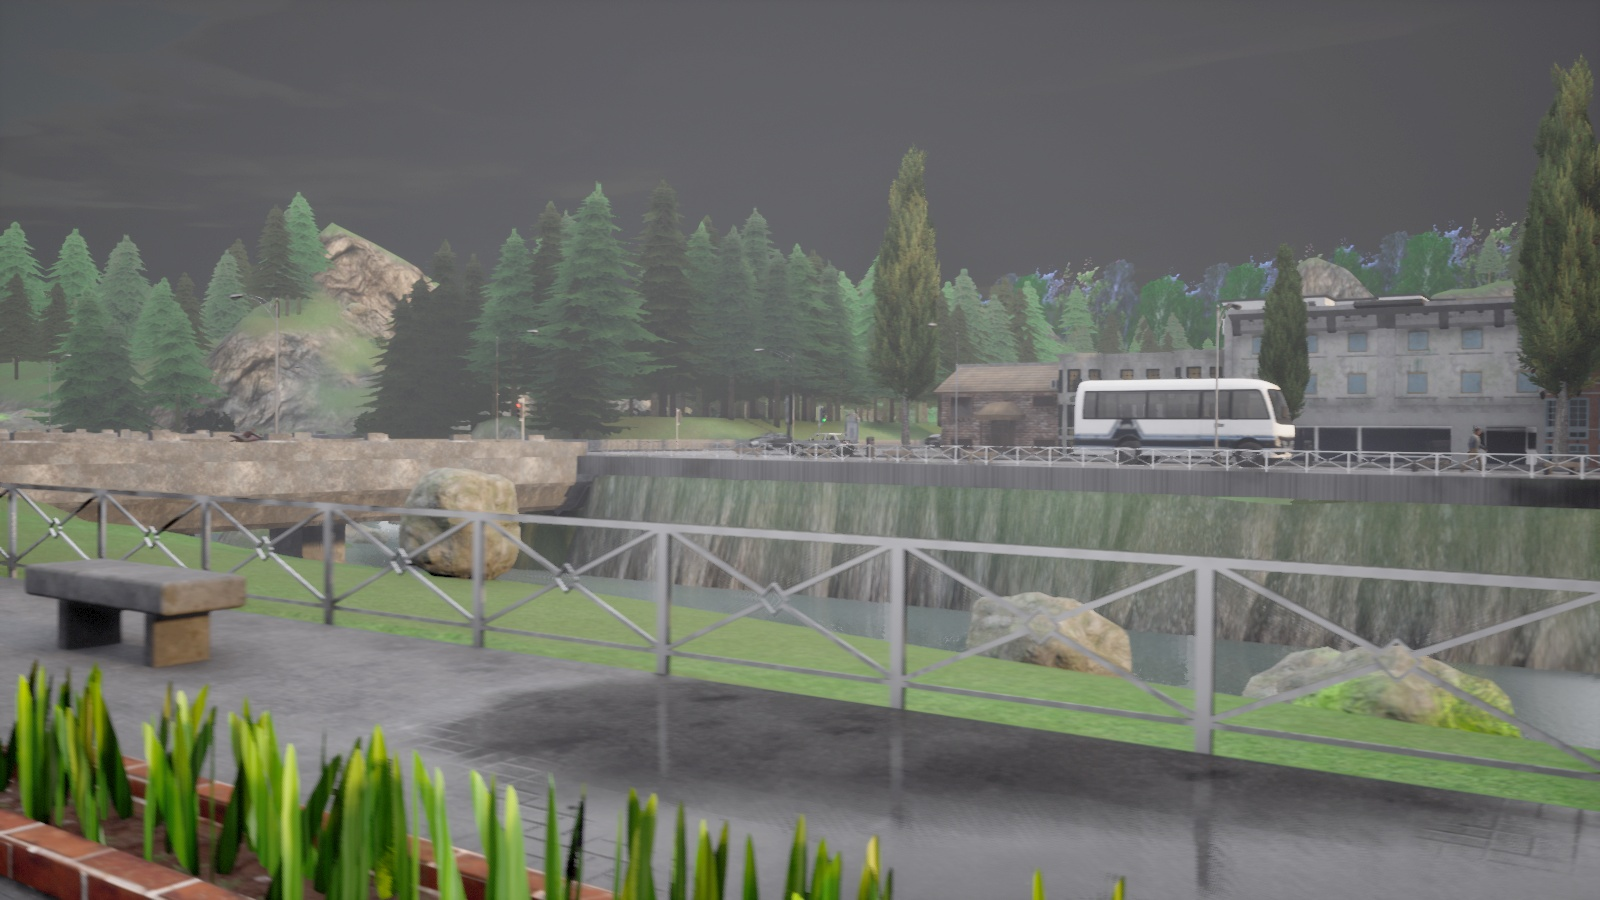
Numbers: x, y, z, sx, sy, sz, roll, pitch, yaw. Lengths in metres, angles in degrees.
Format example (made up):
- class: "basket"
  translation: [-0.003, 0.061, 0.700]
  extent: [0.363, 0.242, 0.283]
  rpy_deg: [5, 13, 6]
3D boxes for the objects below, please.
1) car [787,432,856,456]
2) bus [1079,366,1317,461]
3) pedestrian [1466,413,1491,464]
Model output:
- class: "car"
  translation: [1.327, -0.370, 77.339]
  extent: [3.806, 1.475, 1.970]
  rpy_deg: [0, 1, 34]
- class: "bus"
  translation: [19.130, -1.647, 60.697]
  extent: [10.273, 4.253, 3.944]
  rpy_deg: [0, 1, 34]
- class: "pedestrian"
  translation: [26.099, -0.455, 48.331]
  extent: [0.788, 1.949, 0.423]
  rpy_deg: [0, 1, 38]
